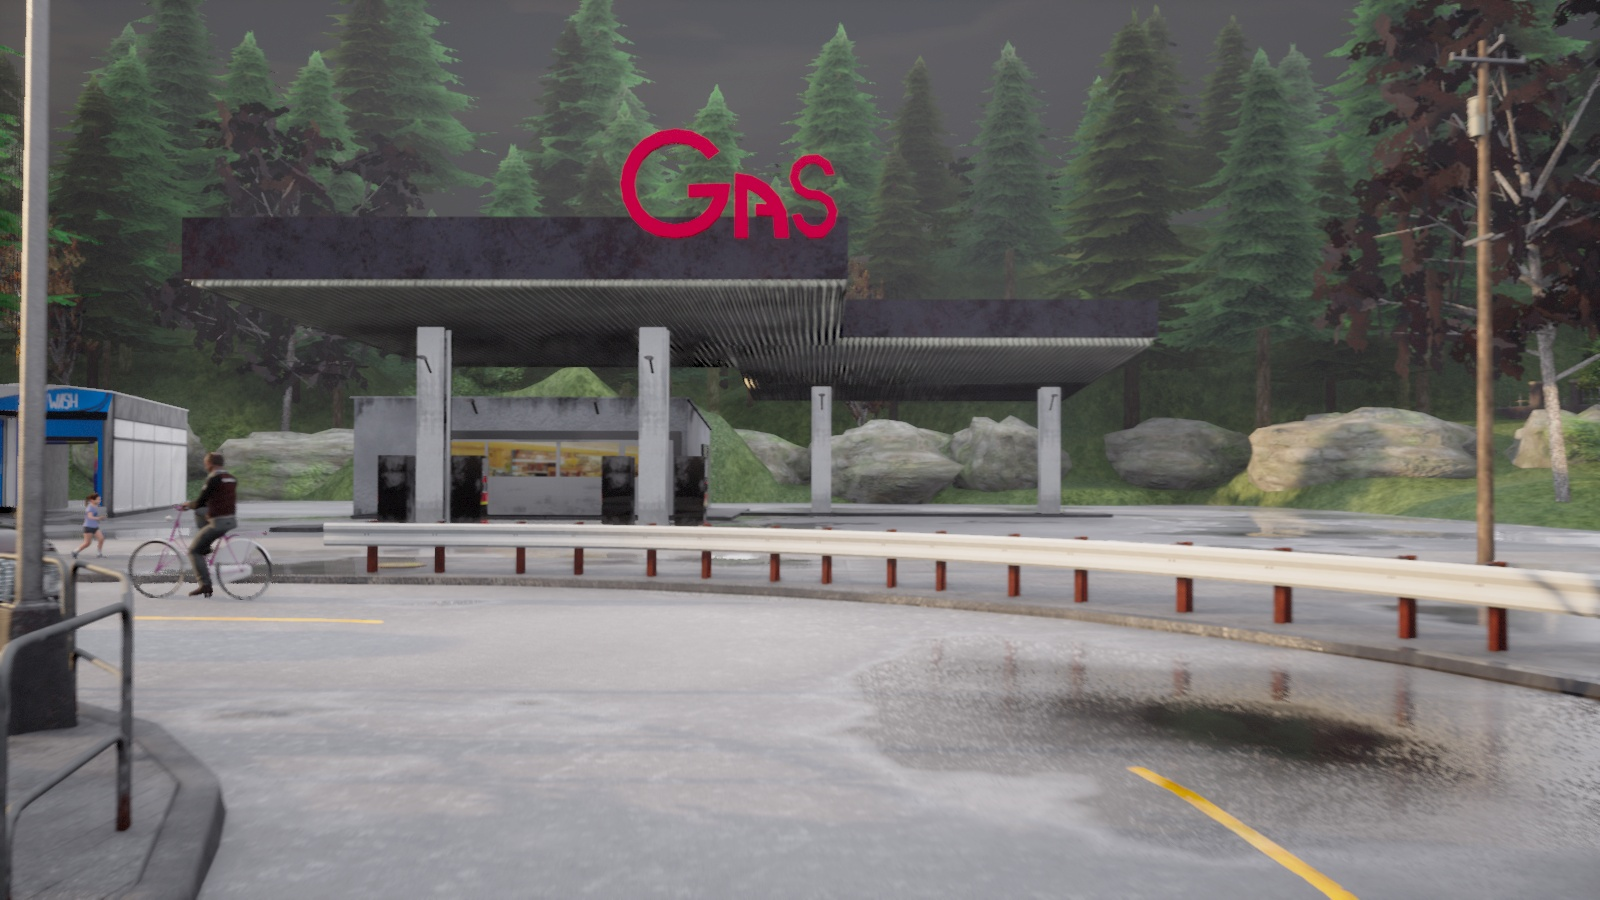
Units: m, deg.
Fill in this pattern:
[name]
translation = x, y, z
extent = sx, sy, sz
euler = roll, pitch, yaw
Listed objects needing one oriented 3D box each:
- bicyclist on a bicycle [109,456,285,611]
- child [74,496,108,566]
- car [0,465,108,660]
[bicyclist on a bicycle]
translation = -7.160, 0.967, 14.934
extent = 1.843, 1.776, 0.659
euler = 0, 0, 9
[child]
translation = -11.374, 1.292, 20.156
extent = 0.394, 1.110, 0.255
euler = 0, -1, 0
[car]
translation = -9.169, 0.973, 11.237
extent = 4.856, 1.649, 2.033
euler = 0, -1, 2
